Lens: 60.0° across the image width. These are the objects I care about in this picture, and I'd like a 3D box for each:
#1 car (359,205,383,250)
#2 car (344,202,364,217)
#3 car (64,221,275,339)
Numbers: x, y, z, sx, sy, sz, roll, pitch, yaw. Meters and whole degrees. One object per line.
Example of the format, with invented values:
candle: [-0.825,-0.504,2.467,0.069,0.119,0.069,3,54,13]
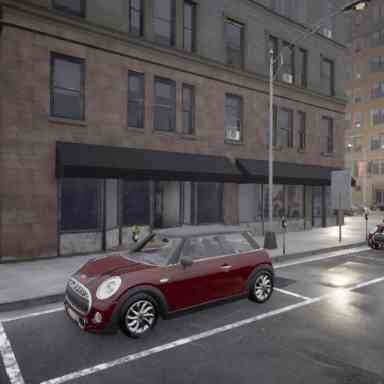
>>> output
car: [8.619,1.445,12.934,4.097,1.590,1.967,0,0,-36]
car: [12.333,1.253,29.665,2.097,1.767,4.553,1,0,-36]
car: [-0.314,1.441,6.538,4.097,1.590,1.967,0,0,-36]
